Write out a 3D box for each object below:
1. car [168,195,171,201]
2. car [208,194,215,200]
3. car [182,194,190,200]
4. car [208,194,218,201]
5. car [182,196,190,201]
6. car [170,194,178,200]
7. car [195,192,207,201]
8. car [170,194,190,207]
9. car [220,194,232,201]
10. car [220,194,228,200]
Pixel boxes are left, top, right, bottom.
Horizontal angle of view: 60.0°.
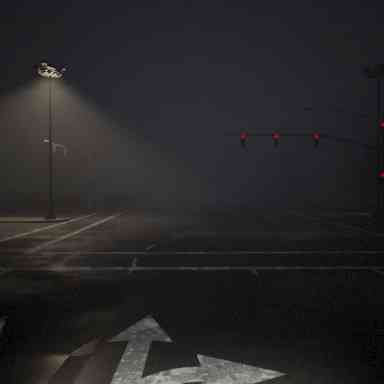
[{"bbox_3d":[-5.067,1.495,84.258,1.837,1.490,4.892,0,0,0],"label":"car"},{"bbox_3d":[5.484,1.356,92.950,1.812,1.442,4.674,0,0,0],"label":"car"},{"bbox_3d":[-1.516,1.357,92.991,2.128,1.511,4.902,0,0,0],"label":"car"},{"bbox_3d":[5.433,1.590,84.227,1.895,1.301,4.718,0,0,0],"label":"car"},{"bbox_3d":[-1.569,1.589,83.851,1.895,1.301,4.718,0,0,0],"label":"car"},{"bbox_3d":[-5.016,1.385,93.012,1.994,1.385,4.181,0,0,0],"label":"car"},{"bbox_3d":[1.928,1.218,83.414,2.150,2.045,5.566,0,0,0],"label":"car"},{"bbox_3d":[-1.755,1.492,51.959,2.128,1.511,4.902,0,0,0],"label":"car"},{"bbox_3d":[8.928,1.533,83.343,2.033,1.411,5.357,0,0,0],"label":"car"},{"bbox_3d":[8.984,1.356,92.930,1.812,1.442,4.674,0,0,0],"label":"car"}]
